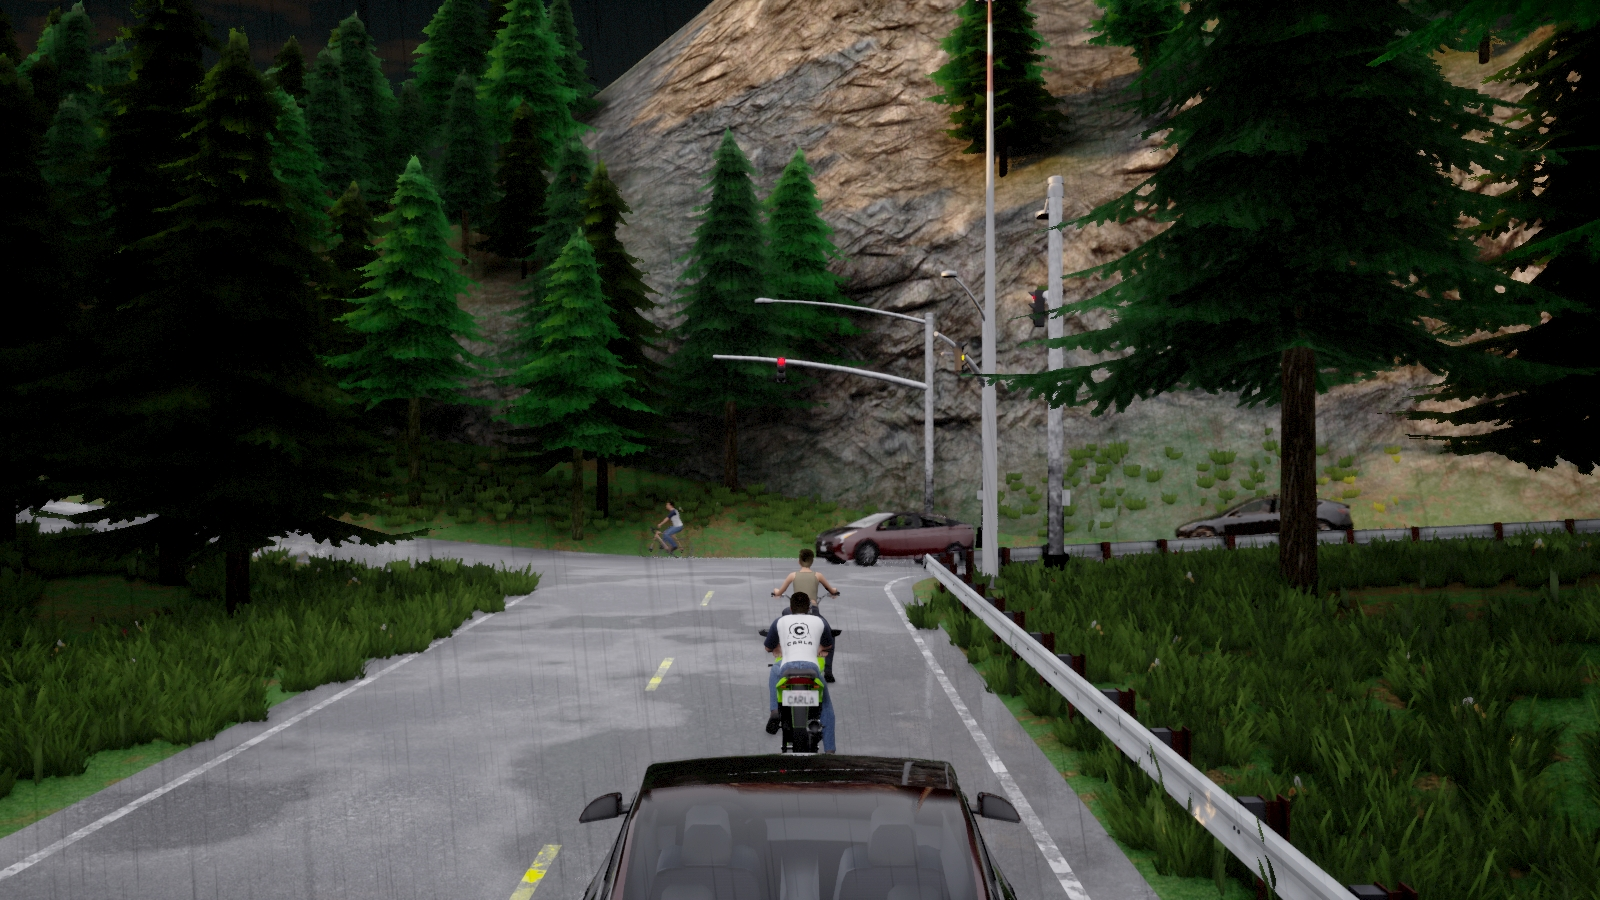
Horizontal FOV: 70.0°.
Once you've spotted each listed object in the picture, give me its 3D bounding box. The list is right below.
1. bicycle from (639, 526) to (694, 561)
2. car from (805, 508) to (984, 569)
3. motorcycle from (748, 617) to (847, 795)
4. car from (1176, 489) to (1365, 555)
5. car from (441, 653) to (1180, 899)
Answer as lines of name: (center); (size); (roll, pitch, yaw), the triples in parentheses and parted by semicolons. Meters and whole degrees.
bicycle: (-4.097, 2.858, 35.038); (1.643, 1.024, 0.373); (1, -3, -2)
car: (2.623, 2.450, 31.499); (4.514, 1.525, 2.007); (3, -5, -26)
motorcycle: (-0.020, 2.213, 10.238); (0.803, 1.145, 2.033); (0, 0, 0)
car: (13.423, 2.066, 32.950); (4.792, 1.488, 2.163); (-5, -2, 18)
car: (0.029, 2.063, 5.012); (2.163, 1.488, 4.792); (0, 0, 0)
